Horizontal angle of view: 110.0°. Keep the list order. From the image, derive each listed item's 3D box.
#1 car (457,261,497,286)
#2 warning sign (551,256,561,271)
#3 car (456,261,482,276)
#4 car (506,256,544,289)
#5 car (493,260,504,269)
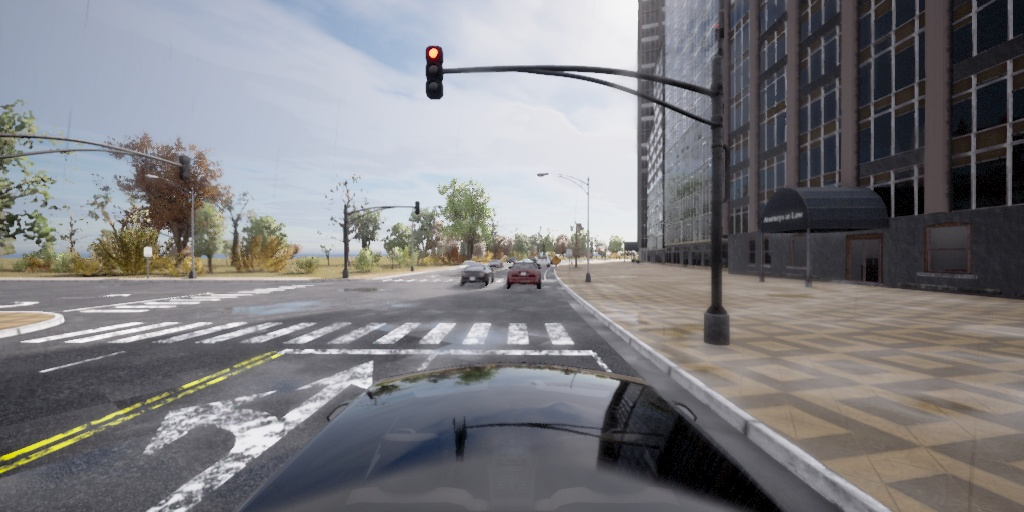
[{"bbox_3d":[-2.342,1.270,24.879,1.812,1.442,4.674,0,0,4],"label":"car"},{"bbox_3d":[5.412,0.861,44.026,1.300,1.860,1.060,0,0,7],"label":"warning sign"},{"bbox_3d":[-4.614,1.267,38.916,1.812,1.442,4.674,0,0,6],"label":"car"},{"bbox_3d":[0.832,1.097,23.516,2.097,1.767,4.553,0,0,3],"label":"car"},{"bbox_3d":[-2.531,1.290,55.521,2.033,1.411,5.357,0,0,9],"label":"car"}]
